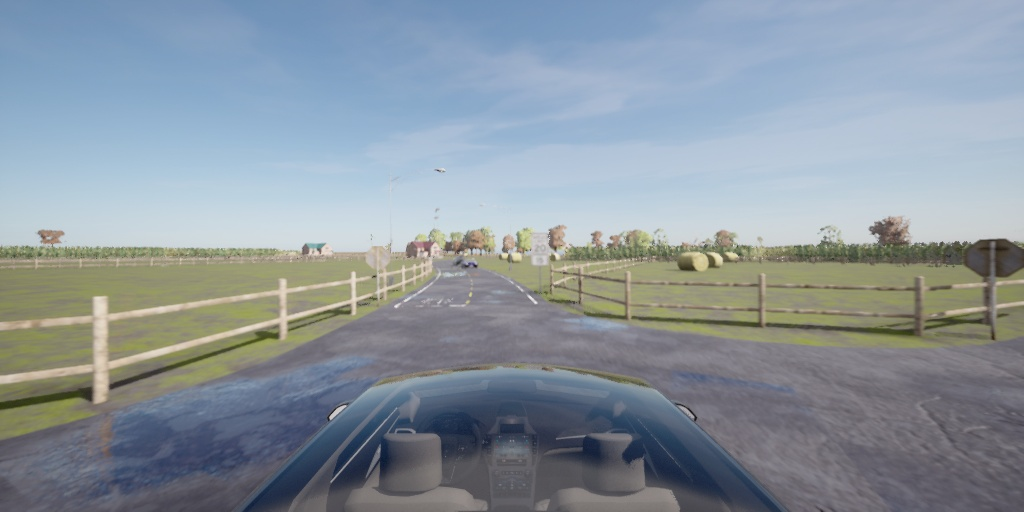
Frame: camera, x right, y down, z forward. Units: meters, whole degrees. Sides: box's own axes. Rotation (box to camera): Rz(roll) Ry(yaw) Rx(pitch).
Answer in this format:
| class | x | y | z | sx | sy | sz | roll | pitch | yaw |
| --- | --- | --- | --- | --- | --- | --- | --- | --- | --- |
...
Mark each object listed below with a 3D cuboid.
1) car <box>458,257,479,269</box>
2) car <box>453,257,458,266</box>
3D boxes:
| class | x | y | z | sx | sy | sz | roll | pitch | yaw |
| --- | --- | --- | --- | --- | --- | --- | --- | --- | --- |
| car | -5.909 | 1.055 | 49.452 | 1.895 | 1.301 | 4.718 | -1 | 1 | -15 |
| car | -8.581 | 0.900 | 59.168 | 1.837 | 1.490 | 4.892 | -1 | 1 | -17 |
